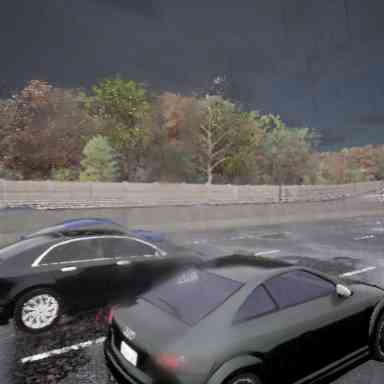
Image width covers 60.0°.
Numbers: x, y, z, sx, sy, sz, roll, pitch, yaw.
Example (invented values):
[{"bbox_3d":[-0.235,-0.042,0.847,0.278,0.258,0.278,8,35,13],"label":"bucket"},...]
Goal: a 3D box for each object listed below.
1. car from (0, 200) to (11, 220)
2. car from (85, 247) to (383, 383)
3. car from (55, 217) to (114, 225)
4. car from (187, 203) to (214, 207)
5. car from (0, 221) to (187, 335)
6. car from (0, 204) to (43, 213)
[{"bbox_3d":[-17.156,1.470,26.148,5.008,1.535,1.882,0,0,-36],"label":"car"},{"bbox_3d":[1.007,1.561,4.468,4.181,1.385,1.994,0,0,-36],"label":"car"},{"bbox_3d":[-2.816,1.521,10.342,4.674,1.442,1.812,0,0,-36],"label":"car"},{"bbox_3d":[0.537,1.556,25.876,4.181,1.385,1.994,0,0,-35],"label":"car"},{"bbox_3d":[-1.783,1.502,6.777,4.892,1.490,1.837,0,0,-36],"label":"car"},{"bbox_3d":[-13.277,1.556,24.614,4.181,1.385,1.994,0,0,-35],"label":"car"}]
